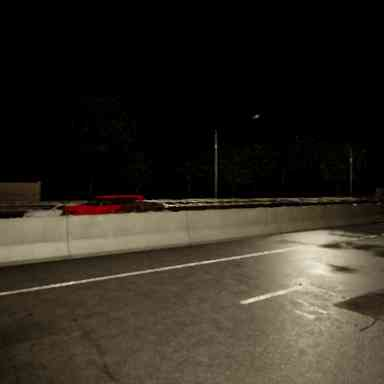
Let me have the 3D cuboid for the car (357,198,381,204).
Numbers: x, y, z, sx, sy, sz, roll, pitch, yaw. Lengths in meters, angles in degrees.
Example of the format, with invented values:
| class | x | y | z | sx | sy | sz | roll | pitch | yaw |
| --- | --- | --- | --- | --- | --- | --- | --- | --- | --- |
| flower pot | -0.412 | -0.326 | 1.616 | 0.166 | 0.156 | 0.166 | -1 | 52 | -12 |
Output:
| class | x | y | z | sx | sy | sz | roll | pitch | yaw |
| --- | --- | --- | --- | --- | --- | --- | --- | --- | --- |
| car | 25.529 | 1.572 | 47.941 | 4.181 | 1.385 | 1.994 | 0 | 0 | -35 |

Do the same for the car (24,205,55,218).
| class | x | y | z | sx | sy | sz | roll | pitch | yaw |
| --- | --- | --- | --- | --- | --- | --- | --- | --- | --- |
| car | -9.173 | 1.523 | 23.243 | 4.674 | 1.442 | 1.812 | 0 | 0 | -35 |

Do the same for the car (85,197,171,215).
| class | x | y | z | sx | sy | sz | roll | pitch | yaw |
| --- | --- | --- | --- | --- | --- | --- | --- | --- | --- |
| car | -3.318 | 1.350 | 18.820 | 4.553 | 1.767 | 2.097 | 0 | 0 | -35 |

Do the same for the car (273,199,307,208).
| class | x | y | z | sx | sy | sz | roll | pitch | yaw |
| --- | --- | --- | --- | --- | --- | --- | --- | --- | --- |
| car | 12.656 | 1.603 | 43.092 | 4.718 | 1.301 | 1.895 | 0 | 0 | -35 |

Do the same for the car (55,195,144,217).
| class | x | y | z | sx | sy | sz | roll | pitch | yaw |
| --- | --- | --- | --- | --- | --- | --- | --- | --- | --- |
| car | -5.538 | 1.219 | 21.537 | 5.566 | 2.045 | 2.150 | 0 | 0 | -35 |
